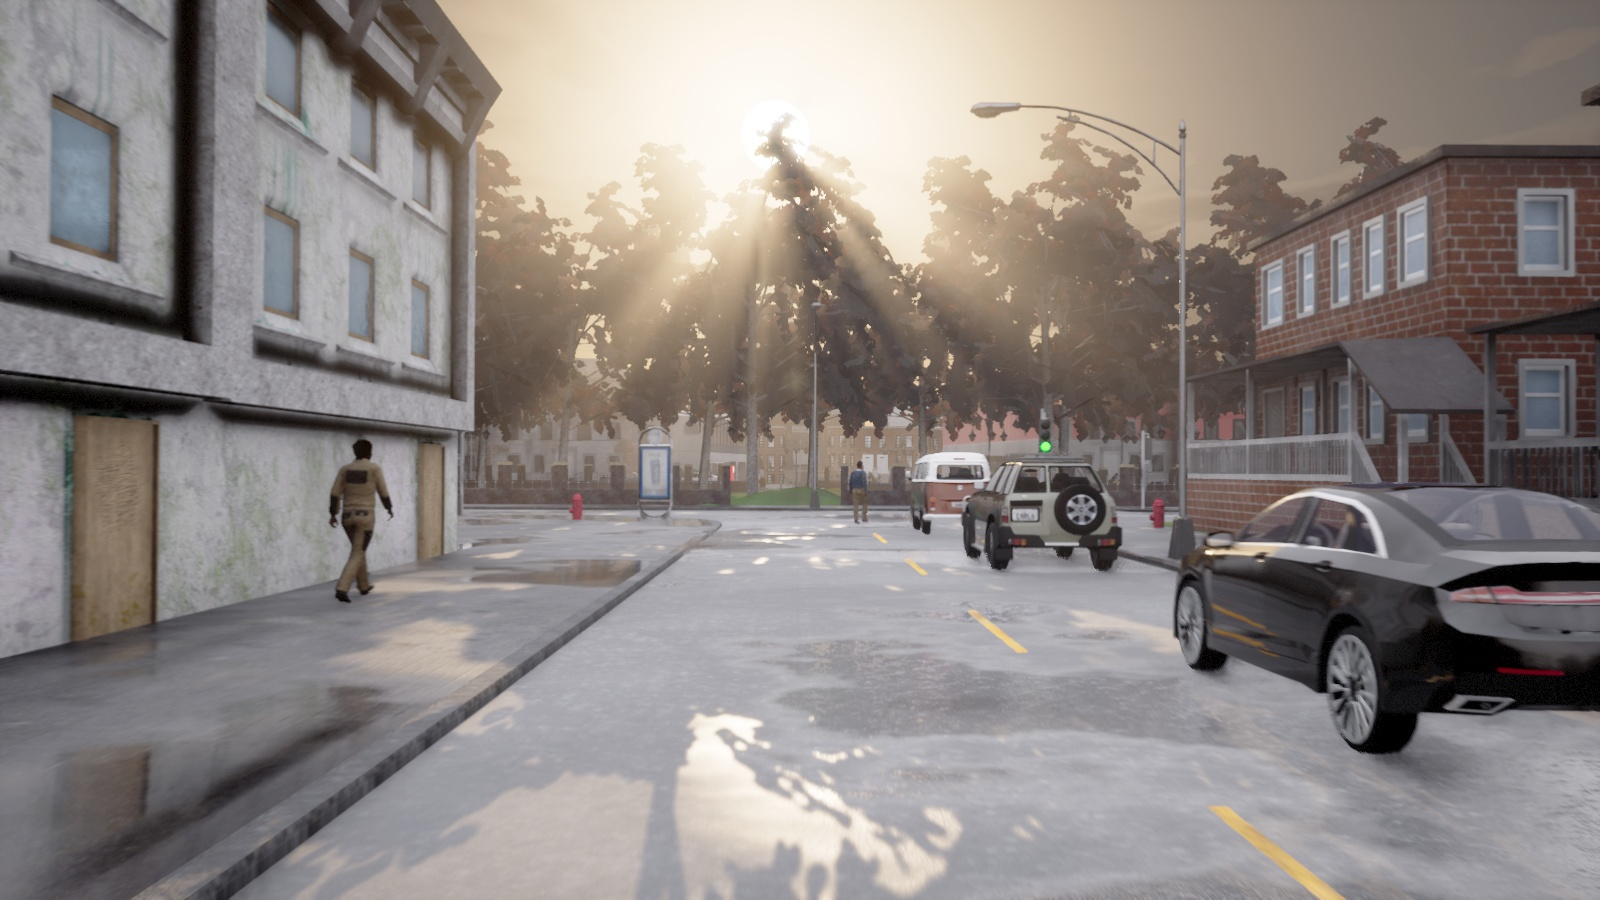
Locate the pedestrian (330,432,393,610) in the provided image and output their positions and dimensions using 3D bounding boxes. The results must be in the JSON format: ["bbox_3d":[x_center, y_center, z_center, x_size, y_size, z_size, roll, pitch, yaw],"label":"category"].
[{"bbox_3d":[-4.897,0.779,14.045,0.396,1.930,0.692,0,-1,8],"label":"pedestrian"}]

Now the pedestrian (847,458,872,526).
[{"bbox_3d":[1.726,1.204,36.264,0.423,1.949,0.788,-1,-1,28],"label":"pedestrian"}]

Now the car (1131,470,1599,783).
[{"bbox_3d":[3.978,0.898,8.559,2.128,1.511,4.902,0,-1,0],"label":"car"}]

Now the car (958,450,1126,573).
[{"bbox_3d":[3.945,0.972,21.276,1.932,1.855,4.605,0,-1,0],"label":"car"}]

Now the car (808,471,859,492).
[{"bbox_3d":[2.419,2.336,92.754,3.705,1.549,1.789,0,-1,0],"label":"car"}]

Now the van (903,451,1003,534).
[{"bbox_3d":[3.913,1.073,32.863,2.069,2.038,4.480,0,-1,0],"label":"van"}]
